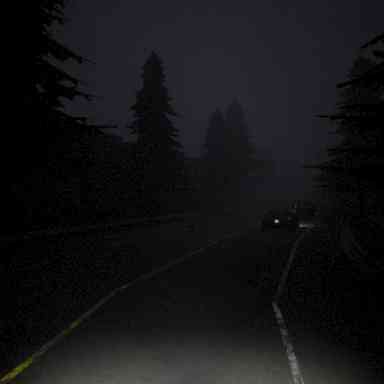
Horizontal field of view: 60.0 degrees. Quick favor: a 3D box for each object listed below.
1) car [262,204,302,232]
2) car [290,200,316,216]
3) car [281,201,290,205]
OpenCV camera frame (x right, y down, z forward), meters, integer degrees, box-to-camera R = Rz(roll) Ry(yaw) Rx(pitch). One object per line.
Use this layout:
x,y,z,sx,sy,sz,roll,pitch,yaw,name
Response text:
5.931,1.774,22.091,1.994,1.385,4.181,0,0,23,car
12.990,1.738,38.259,2.097,1.767,4.553,0,0,24,car
14.692,2.027,51.014,1.994,1.385,4.181,0,0,24,car
